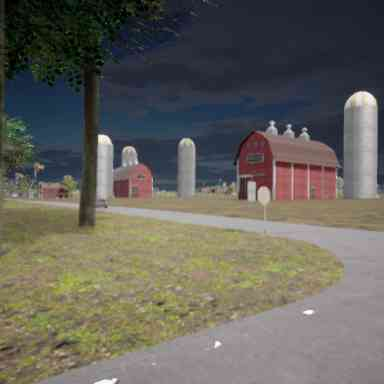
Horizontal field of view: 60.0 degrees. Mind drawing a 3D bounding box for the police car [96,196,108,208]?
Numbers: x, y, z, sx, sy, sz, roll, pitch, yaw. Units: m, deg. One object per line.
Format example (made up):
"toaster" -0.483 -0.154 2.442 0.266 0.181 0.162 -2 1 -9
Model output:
"police car" -12.256 1.283 42.177 2.038 1.542 4.974 1 -1 -35
